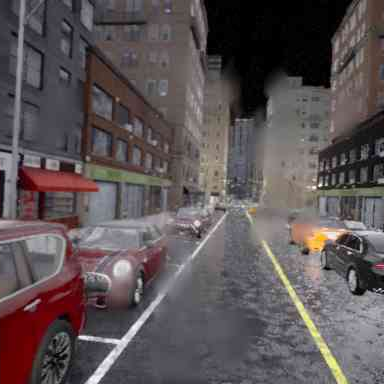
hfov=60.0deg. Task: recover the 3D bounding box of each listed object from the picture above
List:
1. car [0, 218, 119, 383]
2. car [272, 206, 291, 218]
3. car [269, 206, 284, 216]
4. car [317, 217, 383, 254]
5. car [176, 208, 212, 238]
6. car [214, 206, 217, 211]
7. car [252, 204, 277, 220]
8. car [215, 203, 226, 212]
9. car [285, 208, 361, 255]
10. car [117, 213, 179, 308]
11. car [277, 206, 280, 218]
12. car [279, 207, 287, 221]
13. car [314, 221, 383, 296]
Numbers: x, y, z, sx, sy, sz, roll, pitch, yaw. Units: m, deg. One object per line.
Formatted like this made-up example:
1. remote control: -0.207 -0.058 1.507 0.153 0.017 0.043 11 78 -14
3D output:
1. car: -2.528 1.203 2.328 2.192 1.841 5.009 2 -1 8
2. car: 12.122 2.708 45.376 1.947 1.339 4.313 2 -1 8
3. car: 12.899 2.823 50.907 1.802 1.307 4.206 2 -1 8
4. car: 8.233 2.192 17.724 2.008 1.369 4.403 2 -1 8
5. car: -0.204 1.635 18.918 1.967 1.590 4.097 2 -1 8
6. car: 0.567 1.879 24.447 1.802 1.307 4.206 2 -1 8
7. car: 8.259 2.365 38.270 1.837 1.490 4.892 3 0 8
8. car: 4.451 2.339 52.100 1.887 1.381 4.507 2 -1 8
9. car: 5.883 1.840 15.467 2.097 1.767 4.553 3 -1 7
10. car: -1.757 1.431 7.857 1.967 1.590 4.097 2 -1 8
11. car: 11.370 2.572 40.014 1.752 1.417 4.829 2 -1 8
12. car: 10.567 2.495 34.315 2.008 1.369 4.403 2 -1 8
13. car: 5.110 1.888 9.552 1.837 1.490 4.892 3 -1 8
